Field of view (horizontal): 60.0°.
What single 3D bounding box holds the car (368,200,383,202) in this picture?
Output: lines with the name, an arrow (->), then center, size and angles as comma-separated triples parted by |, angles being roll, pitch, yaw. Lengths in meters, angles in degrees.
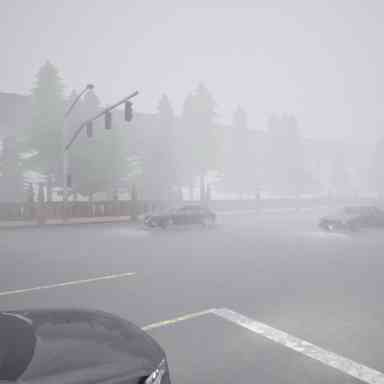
car -> 19.505, 1.500, 35.210 | 4.181, 1.385, 1.994 | 0, 0, -36

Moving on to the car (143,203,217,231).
car -> -0.684, 1.491, 20.735 | 4.892, 1.490, 1.837 | 0, 0, -36

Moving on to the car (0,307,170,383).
car -> -2.405, 1.491, 2.051 | 4.902, 1.511, 2.128 | 0, 0, -35

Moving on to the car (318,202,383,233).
car -> 9.677, 1.515, 19.551 | 5.357, 1.411, 2.033 | 0, 0, -36
